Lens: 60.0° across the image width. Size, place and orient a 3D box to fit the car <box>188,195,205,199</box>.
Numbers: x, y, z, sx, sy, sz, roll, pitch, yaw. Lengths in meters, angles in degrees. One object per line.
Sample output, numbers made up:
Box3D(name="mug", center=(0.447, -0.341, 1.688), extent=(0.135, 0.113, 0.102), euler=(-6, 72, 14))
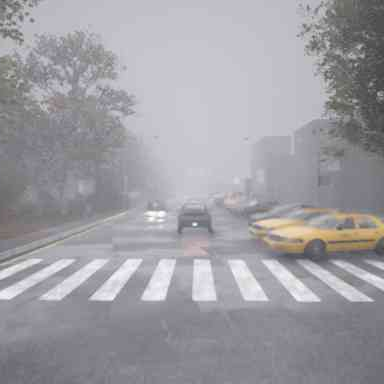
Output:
Box3D(name="car", center=(0.259, 1.329, 40.011), extent=(1.895, 1.301, 4.718), euler=(0, 0, 0))

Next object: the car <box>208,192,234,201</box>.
Box3D(name="car", center=(5.718, 0.946, 66.013), extent=(4.553, 1.767, 2.185), euler=(1, 1, -20))

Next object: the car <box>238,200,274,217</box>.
Box3D(name="car", center=(5.358, 1.380, 17.979), extent=(4.892, 1.521, 2.231), euler=(1, 1, -20))

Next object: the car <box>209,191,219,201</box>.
Box3D(name="car", center=(5.489, 0.948, 41.964), extent=(5.566, 2.045, 2.435), euler=(1, 1, -20))

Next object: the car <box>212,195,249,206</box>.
Box3D(name="car", center=(5.519, 1.192, 47.981), extent=(4.792, 1.488, 2.163), euler=(1, 1, -20))

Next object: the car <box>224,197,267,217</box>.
Box3D(name="car", center=(5.396, 1.347, 26.979), extent=(4.674, 1.452, 2.002), euler=(1, 1, -20))

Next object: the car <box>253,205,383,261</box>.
Box3D(name="car", center=(5.157, 1.423, 11.913), extent=(5.366, 1.575, 1.946), euler=(1, 1, -20))

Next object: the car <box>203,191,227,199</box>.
Box3D(name="car", center=(5.793, 0.743, 84.052), extent=(5.566, 2.045, 2.435), euler=(1, 0, -20))

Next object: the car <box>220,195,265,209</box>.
Box3D(name="car", center=(5.384, 1.313, 29.971), extent=(4.792, 1.488, 2.163), euler=(1, 1, -20))

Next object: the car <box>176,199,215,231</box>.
Box3D(name="car", center=(0.155, 1.387, 19.486), extent=(1.837, 1.490, 4.892), euler=(0, 0, 0))

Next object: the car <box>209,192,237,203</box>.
Box3D(name="car", center=(5.610, 0.973, 59.996), extent=(4.553, 1.767, 2.185), euler=(1, 0, -20))

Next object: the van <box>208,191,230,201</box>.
Box3D(name="van", center=(5.832, 0.821, 72.060), extent=(4.442, 1.987, 1.878), euler=(1, 0, -20))

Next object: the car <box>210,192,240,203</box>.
Box3D(name="car", center=(5.587, 0.987, 56.995), extent=(4.553, 1.767, 2.185), euler=(1, 0, -20))

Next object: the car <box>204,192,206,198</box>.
Box3D(name="car", center=(5.695, 1.058, 69.017), extent=(5.008, 1.535, 2.097), euler=(1, 0, -20))

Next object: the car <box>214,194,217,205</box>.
Box3D(name="car", center=(5.473, 1.259, 38.988), extent=(4.674, 1.452, 2.002), euler=(1, 0, -20))

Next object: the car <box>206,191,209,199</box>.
Box3D(name="car", center=(5.549, 0.894, 50.981), extent=(5.566, 2.045, 2.435), euler=(1, 1, -20))

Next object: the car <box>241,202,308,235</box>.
Box3D(name="car", center=(5.165, 1.399, 14.915), extent=(5.366, 1.575, 1.946), euler=(1, 1, -20))

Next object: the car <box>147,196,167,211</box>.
Box3D(name="car", center=(-3.845, 1.241, 37.069), extent=(2.128, 1.511, 4.902), euler=(0, 0, 0))

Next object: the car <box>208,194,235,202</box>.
Box3D(name="car", center=(5.664, 1.125, 63.005), extent=(4.674, 1.452, 2.002), euler=(1, 1, -20))

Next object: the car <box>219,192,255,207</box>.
Box3D(name="car", center=(5.465, 1.136, 32.989), extent=(4.553, 1.767, 2.185), euler=(1, 1, -20))

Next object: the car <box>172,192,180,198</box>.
Box3D(name="car", center=(-3.678, 0.796, 77.932), extent=(1.882, 1.535, 5.008), euler=(0, 0, 0))

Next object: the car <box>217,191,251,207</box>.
Box3D(name="car", center=(5.486, 1.115, 35.990), extent=(4.553, 1.767, 2.185), euler=(1, 1, -20))
